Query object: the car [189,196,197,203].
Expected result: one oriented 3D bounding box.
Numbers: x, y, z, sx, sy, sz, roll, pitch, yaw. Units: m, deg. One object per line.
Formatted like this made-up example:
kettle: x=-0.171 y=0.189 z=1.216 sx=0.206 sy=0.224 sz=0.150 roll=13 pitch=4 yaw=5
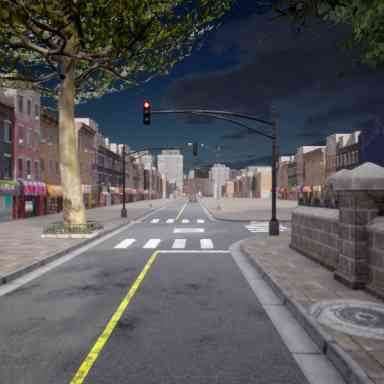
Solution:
car: x=0.224 y=1.664 z=73.596 sx=2.128 sy=1.511 sz=4.902 roll=0 pitch=0 yaw=0
